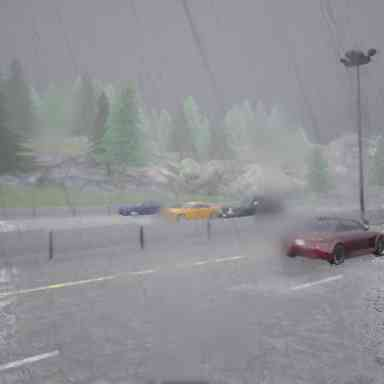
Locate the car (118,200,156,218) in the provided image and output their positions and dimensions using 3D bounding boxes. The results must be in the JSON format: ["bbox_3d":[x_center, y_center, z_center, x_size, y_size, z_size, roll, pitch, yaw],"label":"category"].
[{"bbox_3d":[-4.381,1.528,30.998,5.008,1.535,1.882,0,0,-36],"label":"car"}]

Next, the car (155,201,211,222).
[{"bbox_3d":[0.033,1.515,25.549,5.008,1.535,1.882,0,0,-36],"label":"car"}]

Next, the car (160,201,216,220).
[{"bbox_3d":[-0.298,1.556,29.617,4.892,1.490,1.837,1,0,-36],"label":"car"}]

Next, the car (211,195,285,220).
[{"bbox_3d":[4.456,1.261,24.414,5.566,2.045,2.150,0,0,-36],"label":"car"}]

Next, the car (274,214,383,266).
[{"bbox_3d":[5.067,1.567,11.689,4.181,1.385,1.994,0,0,-36],"label":"car"}]
